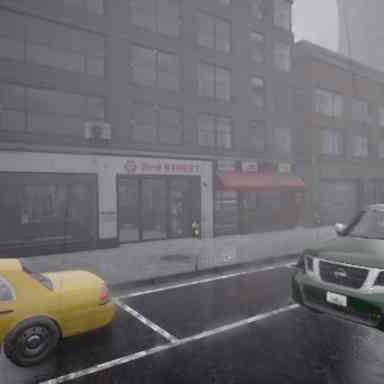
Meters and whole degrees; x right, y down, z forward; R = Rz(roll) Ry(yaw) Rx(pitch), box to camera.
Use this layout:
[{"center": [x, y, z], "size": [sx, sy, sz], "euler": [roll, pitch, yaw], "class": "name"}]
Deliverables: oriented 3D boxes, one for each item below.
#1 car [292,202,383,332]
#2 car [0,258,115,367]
[{"center": [4.376, 1.218, 6.499], "size": [5.566, 2.045, 2.150], "euler": [0, 0, -35], "class": "car"}, {"center": [-3.455, 1.526, 4.197], "size": [4.829, 1.417, 1.752], "euler": [0, -1, -35], "class": "car"}]
